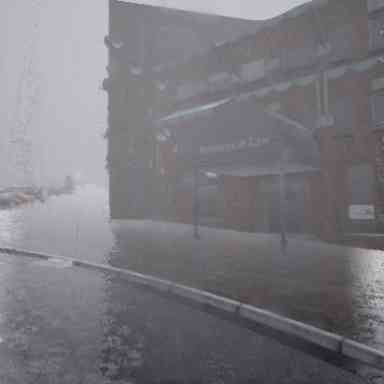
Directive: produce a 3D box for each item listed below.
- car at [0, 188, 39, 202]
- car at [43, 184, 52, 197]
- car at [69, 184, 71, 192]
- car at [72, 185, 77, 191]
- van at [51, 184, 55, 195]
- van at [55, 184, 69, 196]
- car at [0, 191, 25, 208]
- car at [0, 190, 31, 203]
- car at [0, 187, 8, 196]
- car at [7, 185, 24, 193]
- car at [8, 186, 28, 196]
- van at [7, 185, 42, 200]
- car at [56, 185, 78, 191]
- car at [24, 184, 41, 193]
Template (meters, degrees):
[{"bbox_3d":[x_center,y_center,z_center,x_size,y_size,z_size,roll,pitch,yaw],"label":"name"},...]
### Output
[{"bbox_3d":[-22.889,0.693,42.406,5.366,1.575,1.946,0,3,-32],"label":"car"},{"bbox_3d":[-24.008,0.192,48.430,5.566,2.045,2.435,0,3,-32],"label":"car"},{"bbox_3d":[-28.425,-0.565,69.283,4.553,1.767,2.185,0,2,-32],"label":"car"},{"bbox_3d":[-30.895,-1.067,81.226,4.553,1.767,2.185,0,3,-32],"label":"car"},{"bbox_3d":[-25.344,-0.034,54.340,4.442,1.987,1.878,0,3,-32],"label":"van"},{"bbox_3d":[-27.669,-0.540,66.380,4.442,1.987,1.878,0,2,-32],"label":"van"},{"bbox_3d":[-21.482,0.948,36.552,4.892,1.521,2.231,0,2,-32],"label":"car"},{"bbox_3d":[-22.101,0.861,39.529,4.674,1.452,2.002,0,3,-32],"label":"car"},{"bbox_3d":[-34.688,-0.058,59.140,1.882,1.535,5.008,0,2,-12],"label":"car"},{"bbox_3d":[-36.856,-0.633,69.387,1.837,1.490,4.892,0,2,-12],"label":"car"},{"bbox_3d":[-31.674,-0.228,60.592,2.097,1.767,4.553,0,2,-12],"label":"car"},{"bbox_3d":[-23.260,0.342,45.538,4.442,1.987,1.878,0,2,-32],"label":"van"},{"bbox_3d":[-31.577,-1.065,84.195,4.892,1.521,2.231,0,2,-32],"label":"car"},{"bbox_3d":[-33.755,-0.790,70.431,2.097,1.767,4.553,0,2,-12],"label":"car"}]
